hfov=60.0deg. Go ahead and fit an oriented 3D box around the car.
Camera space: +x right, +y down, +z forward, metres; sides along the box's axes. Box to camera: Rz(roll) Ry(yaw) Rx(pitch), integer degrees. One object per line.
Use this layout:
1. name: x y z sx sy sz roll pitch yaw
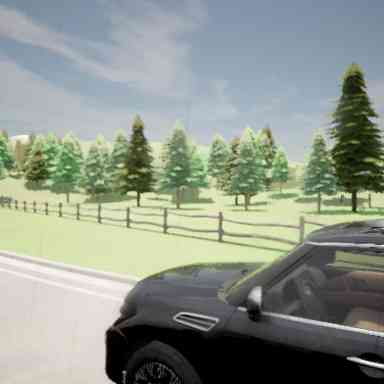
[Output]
1. car: 1.755 1.232 2.770 5.566 2.045 2.150 0 0 34
